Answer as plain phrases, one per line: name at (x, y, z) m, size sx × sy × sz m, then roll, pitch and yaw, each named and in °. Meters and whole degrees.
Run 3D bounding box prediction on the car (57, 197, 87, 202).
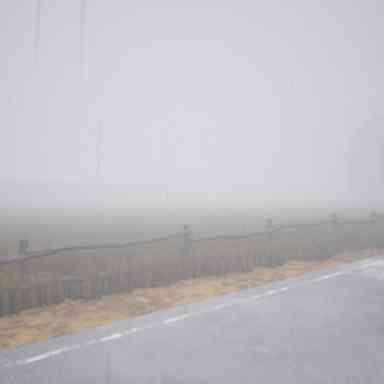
car at (-18.697, 1.435, 51.347) m, size 4.674 × 1.442 × 1.812 m, roll 0°, pitch 0°, yaw -37°
